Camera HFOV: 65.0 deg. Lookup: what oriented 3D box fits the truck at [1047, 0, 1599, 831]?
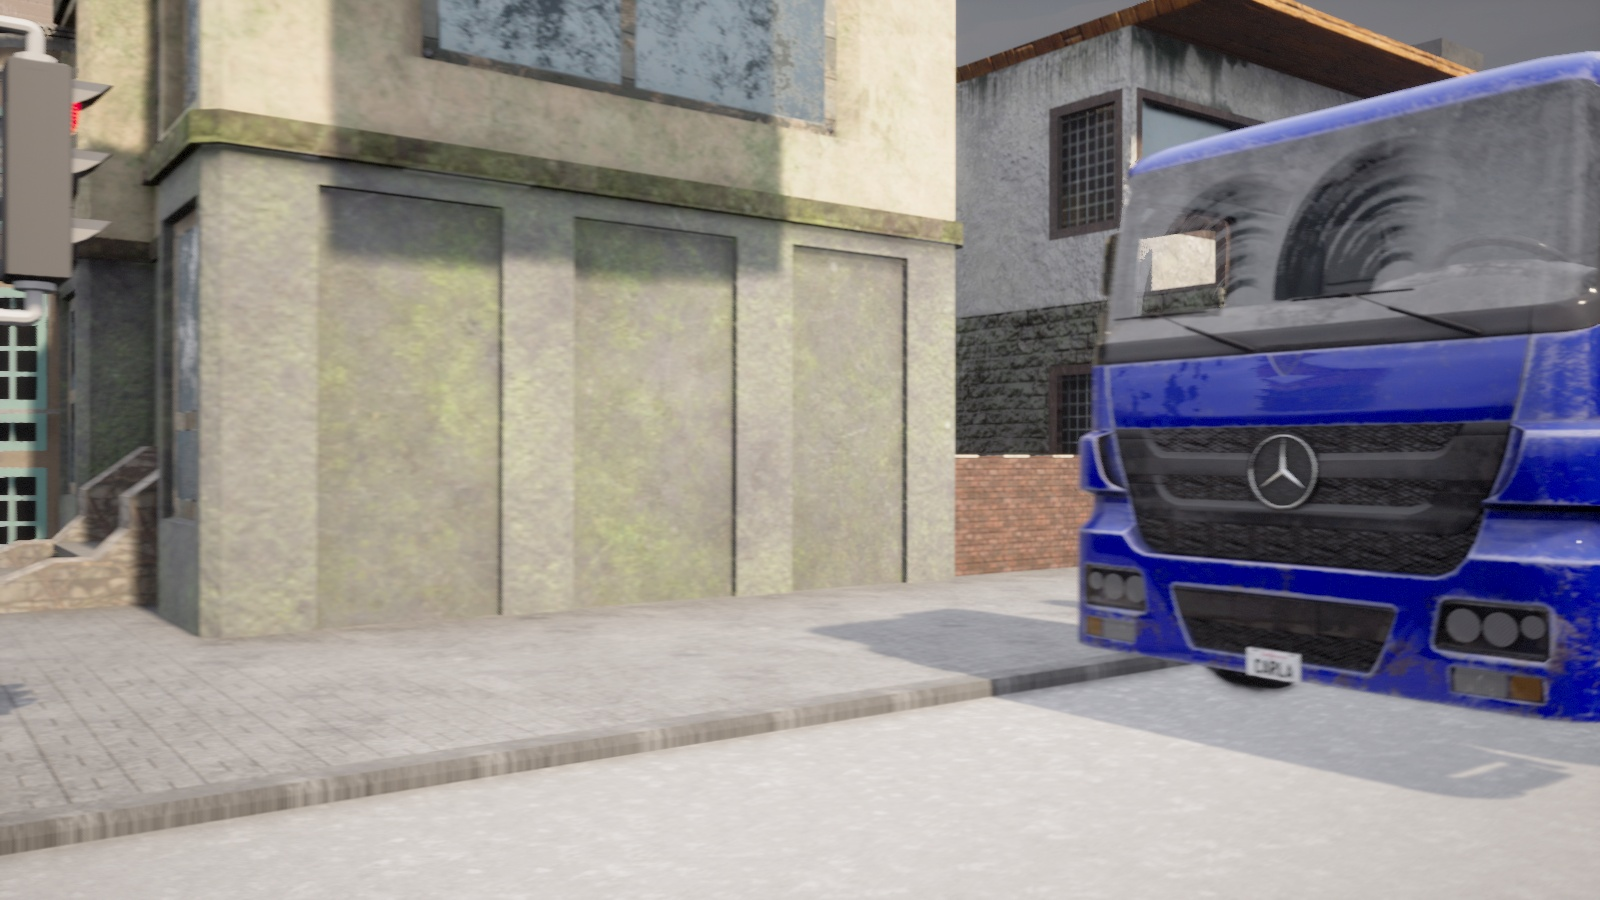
[{"bbox_3d":[5.508,-0.226,8.432,7.936,3.462,2.891,0,0,-36],"label":"truck"}]
